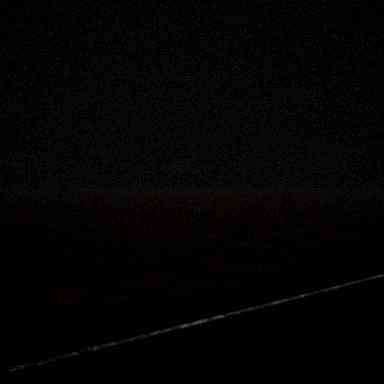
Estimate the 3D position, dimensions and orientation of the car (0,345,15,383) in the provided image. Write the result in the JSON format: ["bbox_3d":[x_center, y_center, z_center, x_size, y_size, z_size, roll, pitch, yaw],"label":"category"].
[{"bbox_3d":[-3.168,1.567,1.619,4.181,1.385,1.994,1,-1,-34],"label":"car"}]
